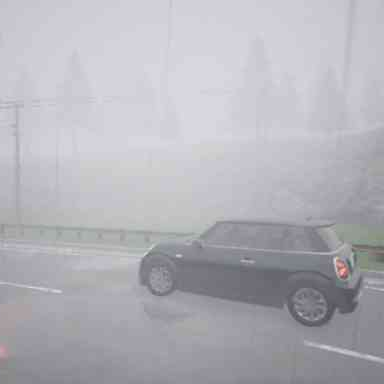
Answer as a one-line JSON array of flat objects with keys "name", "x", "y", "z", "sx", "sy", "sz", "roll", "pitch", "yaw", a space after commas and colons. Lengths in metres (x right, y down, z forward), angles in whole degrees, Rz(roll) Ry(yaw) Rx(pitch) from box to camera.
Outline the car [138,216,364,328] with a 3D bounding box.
[{"name": "car", "x": 1.046, "y": 1.293, "z": 7.049, "sx": 4.553, "sy": 1.767, "sz": 2.097, "roll": 0, "pitch": 1, "yaw": 31}]
